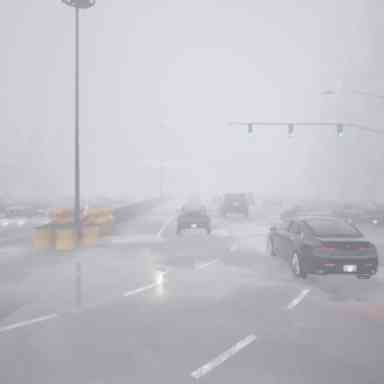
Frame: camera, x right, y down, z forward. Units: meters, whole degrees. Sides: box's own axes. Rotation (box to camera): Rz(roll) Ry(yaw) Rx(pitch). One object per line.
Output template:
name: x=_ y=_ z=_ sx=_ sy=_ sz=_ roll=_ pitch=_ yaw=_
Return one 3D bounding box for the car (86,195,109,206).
car: x=-13.840 y=1.219 z=48.984 sx=1.837 sy=1.490 sz=4.892 roll=0 pitch=1 yaw=0

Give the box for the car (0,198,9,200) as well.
car: x=-17.495 y=1.254 z=28.383 sx=2.097 sy=1.767 sz=4.553 roll=0 pitch=0 yaw=0

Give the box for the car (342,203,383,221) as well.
car: x=10.600 y=1.459 z=21.688 sx=1.837 sy=1.490 sz=4.892 roll=0 pitch=0 yaw=0

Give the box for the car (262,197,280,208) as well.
car: x=10.728 y=1.319 z=44.781 sx=2.033 sy=1.411 sz=5.357 roll=0 pitch=1 yaw=0

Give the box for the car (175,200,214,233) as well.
car: x=0.100 y=1.463 z=19.403 sx=1.837 sy=1.490 sz=4.892 roll=0 pitch=0 yaw=0

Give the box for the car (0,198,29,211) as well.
car: x=-20.921 y=1.399 z=38.491 sx=1.994 sy=1.385 sz=4.181 roll=0 pitch=1 yaw=0

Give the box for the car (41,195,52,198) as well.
car: x=-17.423 y=1.402 z=38.244 sx=1.994 sy=1.385 sz=4.181 roll=0 pitch=1 yaw=0

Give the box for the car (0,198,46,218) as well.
car: x=-13.996 y=1.467 z=28.337 sx=1.994 sy=1.385 sz=4.181 roll=0 pitch=0 yaw=0

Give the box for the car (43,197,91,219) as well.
car: x=-10.496 y=1.429 z=28.320 sx=1.812 sy=1.442 sz=4.674 roll=0 pitch=0 yaw=0

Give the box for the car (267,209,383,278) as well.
car: x=3.599 y=1.484 z=10.002 sx=1.837 sy=1.490 sz=4.892 roll=0 pitch=0 yaw=0

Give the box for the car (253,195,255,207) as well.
car: x=7.236 y=0.979 z=45.835 sx=2.150 sy=2.045 sz=5.566 roll=0 pitch=1 yaw=0

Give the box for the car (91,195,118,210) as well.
car: x=-10.419 y=1.312 z=38.722 sx=1.882 sy=1.535 sz=5.008 roll=0 pitch=1 yaw=0

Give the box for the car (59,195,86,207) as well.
car: x=-17.343 y=1.266 z=48.602 sx=2.033 sy=1.411 sz=5.357 roll=0 pitch=1 yaw=0

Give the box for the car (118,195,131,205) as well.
car: x=-10.338 y=1.190 z=49.152 sx=1.882 sy=1.535 sz=5.008 roll=0 pitch=1 yaw=0

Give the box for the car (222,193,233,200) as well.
car: x=7.317 y=0.965 z=69.134 sx=1.895 sy=1.301 sz=4.718 roll=0 pitch=1 yaw=0

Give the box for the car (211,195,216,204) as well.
car: x=3.761 y=1.205 z=49.162 sx=2.128 sy=1.511 sz=4.902 roll=0 pitch=1 yaw=0

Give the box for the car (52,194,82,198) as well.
car: x=-13.920 y=1.187 z=38.586 sx=2.097 sy=1.767 sz=4.553 roll=0 pitch=1 yaw=0

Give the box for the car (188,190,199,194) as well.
car: x=0.305 y=0.621 z=67.657 sx=2.150 sy=2.045 sz=5.566 roll=0 pitch=1 yaw=0

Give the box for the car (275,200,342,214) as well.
car: x=7.101 y=1.501 z=20.976 sx=2.033 sy=1.411 sz=5.357 roll=0 pitch=0 yaw=0

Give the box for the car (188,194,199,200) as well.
car: x=0.213 y=1.339 z=42.850 sx=2.033 sy=1.411 sz=5.357 roll=0 pitch=1 yaw=0

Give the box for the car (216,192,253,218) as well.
car: x=3.620 y=1.120 z=29.530 sx=2.150 sy=2.045 sz=5.566 roll=0 pitch=0 yaw=0
